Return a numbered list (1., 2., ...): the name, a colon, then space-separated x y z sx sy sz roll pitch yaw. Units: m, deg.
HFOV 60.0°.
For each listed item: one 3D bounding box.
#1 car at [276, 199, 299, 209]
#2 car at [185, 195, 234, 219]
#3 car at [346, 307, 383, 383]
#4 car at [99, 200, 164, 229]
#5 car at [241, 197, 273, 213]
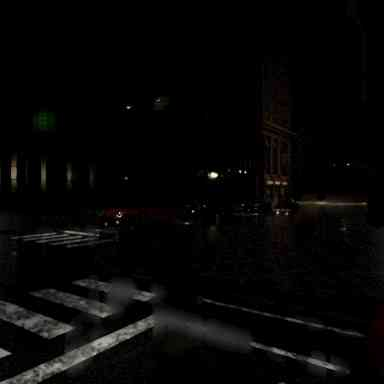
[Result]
1. car: 13.124 1.619 45.638 1.994 1.385 4.181 0 0 36
2. car: 1.697 1.252 29.781 2.150 2.045 5.566 0 0 36
3. car: 3.564 1.222 1.149 5.566 2.045 2.150 0 0 36
4. car: -3.904 1.372 21.952 2.097 1.767 4.553 0 0 35
5. car: 7.396 1.394 37.700 2.097 1.767 4.553 0 0 35
